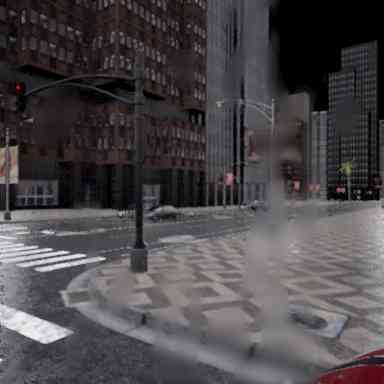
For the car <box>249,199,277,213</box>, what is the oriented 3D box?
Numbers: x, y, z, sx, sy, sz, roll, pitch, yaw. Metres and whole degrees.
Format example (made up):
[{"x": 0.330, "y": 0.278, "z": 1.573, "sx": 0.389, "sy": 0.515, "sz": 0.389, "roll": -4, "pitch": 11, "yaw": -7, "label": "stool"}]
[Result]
[{"x": 10.454, "y": 2.127, "z": 47.489, "sx": 1.882, "sy": 1.535, "sz": 5.008, "roll": 0, "pitch": -1, "yaw": 36, "label": "car"}]

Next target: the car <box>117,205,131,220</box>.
[{"x": -4.921, "y": 1.806, "z": 31.403, "sx": 2.128, "sy": 1.511, "sz": 4.902, "roll": 0, "pitch": -1, "yaw": 35, "label": "car"}]

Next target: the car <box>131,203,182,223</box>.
[{"x": -2.744, "y": 1.838, "z": 28.850, "sx": 1.812, "sy": 1.442, "sz": 4.674, "roll": 0, "pitch": -1, "yaw": 35, "label": "car"}]

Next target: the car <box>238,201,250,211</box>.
[{"x": 8.750, "y": 2.157, "z": 50.690, "sx": 2.128, "sy": 1.511, "sz": 4.902, "roll": 0, "pitch": -1, "yaw": 36, "label": "car"}]

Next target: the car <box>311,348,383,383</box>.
[{"x": 2.349, "y": 1.443, "z": 1.291, "sx": 4.097, "sy": 1.590, "sz": 1.967, "roll": 0, "pitch": 0, "yaw": 35, "label": "car"}]
